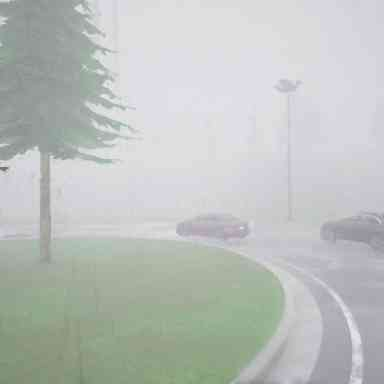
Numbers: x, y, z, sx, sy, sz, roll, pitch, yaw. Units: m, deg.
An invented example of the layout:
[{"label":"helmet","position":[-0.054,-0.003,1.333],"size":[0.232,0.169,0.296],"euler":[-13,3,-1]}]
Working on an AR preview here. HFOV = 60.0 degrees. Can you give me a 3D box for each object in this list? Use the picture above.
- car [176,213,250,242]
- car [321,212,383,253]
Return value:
[{"label":"car","position":[1.058,1.822,18.282],"size":[4.181,1.385,1.994],"euler":[-1,-1,44]},{"label":"car","position":[7.685,1.617,14.512],"size":[2.128,1.511,4.902],"euler":[0,-1,-16]}]
